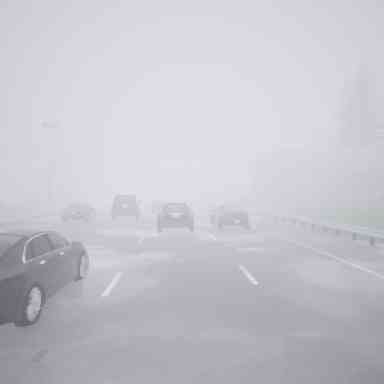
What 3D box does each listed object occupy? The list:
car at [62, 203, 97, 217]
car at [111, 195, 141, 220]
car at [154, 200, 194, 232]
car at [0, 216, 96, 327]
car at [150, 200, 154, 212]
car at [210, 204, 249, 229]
[{"bbox_3d":[-8.744,1.566,26.032,2.033,1.411,5.357,0,0,-8],"label":"car"},{"bbox_3d":[-5.520,1.233,28.130,2.150,2.045,5.566,0,0,-8],"label":"car"},{"bbox_3d":[-1.091,1.355,20.553,2.097,1.767,4.553,0,0,-6],"label":"car"},{"bbox_3d":[-3.631,1.512,6.994,1.837,1.490,4.892,0,0,-2],"label":"car"},{"bbox_3d":[-3.942,1.610,39.739,1.895,1.301,4.718,0,0,-11],"label":"car"},{"bbox_3d":[2.360,1.522,21.285,1.812,1.442,4.674,0,0,-6],"label":"car"}]
